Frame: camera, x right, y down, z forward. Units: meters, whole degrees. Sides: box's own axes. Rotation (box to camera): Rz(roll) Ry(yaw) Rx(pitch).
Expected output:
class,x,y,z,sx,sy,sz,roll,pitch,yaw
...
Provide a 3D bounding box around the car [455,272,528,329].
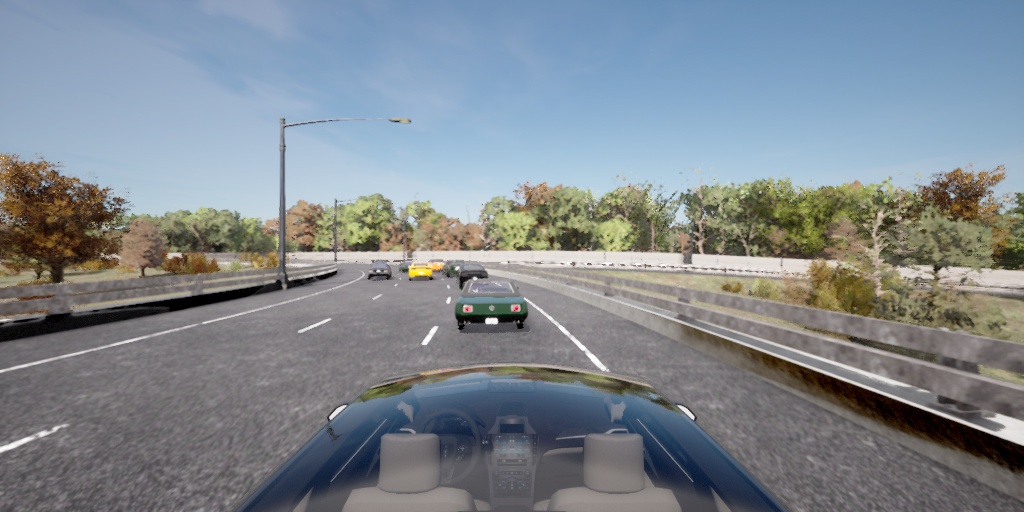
class,x,y,z,sx,sy,sz,roll,pitch,yaw
car,-0.703,1.360,11.284,1.895,1.301,4.718,0,0,-5

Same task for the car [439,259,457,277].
class,x,y,z,sx,sy,sz,roll,pitch,yaw
car,-5.757,1.138,35.730,2.097,1.767,4.553,0,0,-18

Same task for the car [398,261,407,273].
class,x,y,z,sx,sy,sz,roll,pitch,yaw
car,-13.247,1.363,45.518,1.994,1.385,4.181,0,0,-24

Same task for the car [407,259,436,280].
class,x,y,z,sx,sy,sz,roll,pitch,yaw
car,-8.072,1.261,31.568,1.882,1.535,5.008,0,-1,-16

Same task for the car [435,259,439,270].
class,x,y,z,sx,sy,sz,roll,pitch,yaw
car,-10.009,1.149,46.803,2.097,1.767,4.553,0,0,-24

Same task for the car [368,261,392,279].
class,x,y,z,sx,sy,sz,roll,pitch,yaw
car,-12.003,1.333,32.654,2.033,1.411,5.357,0,0,-17

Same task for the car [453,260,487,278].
class,x,y,z,sx,sy,sz,roll,pitch,yaw
car,-2.835,1.250,24.692,1.882,1.535,5.008,0,0,-12
